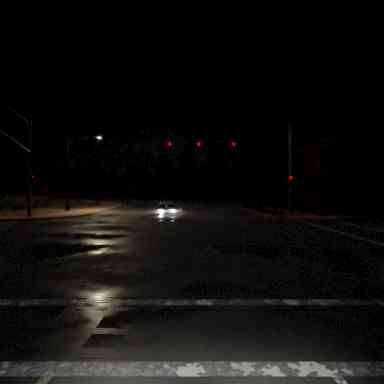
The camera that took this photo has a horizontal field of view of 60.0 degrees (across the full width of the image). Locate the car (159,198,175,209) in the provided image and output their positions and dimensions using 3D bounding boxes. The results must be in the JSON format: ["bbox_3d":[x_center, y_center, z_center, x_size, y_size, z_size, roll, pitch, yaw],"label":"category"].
[{"bbox_3d":[-3.153,1.418,42.497,1.895,1.301,4.718,0,0,-2],"label":"car"}]
